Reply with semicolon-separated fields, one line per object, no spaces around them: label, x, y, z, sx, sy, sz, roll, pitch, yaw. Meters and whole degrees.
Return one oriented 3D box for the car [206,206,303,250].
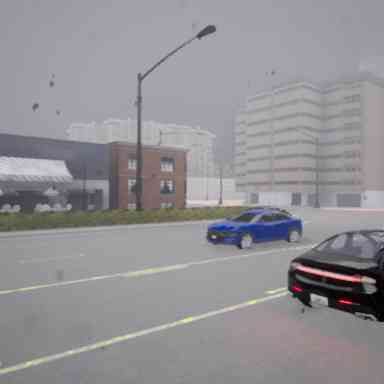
car;2.897;1.553;14.880;5.008;1.535;1.882;1;0;-37

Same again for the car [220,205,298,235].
car;4.148;1.609;20.170;4.892;1.490;1.837;1;-1;-37

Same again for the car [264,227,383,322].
car;3.997;1.538;6.778;4.902;1.511;2.128;1;0;-36
